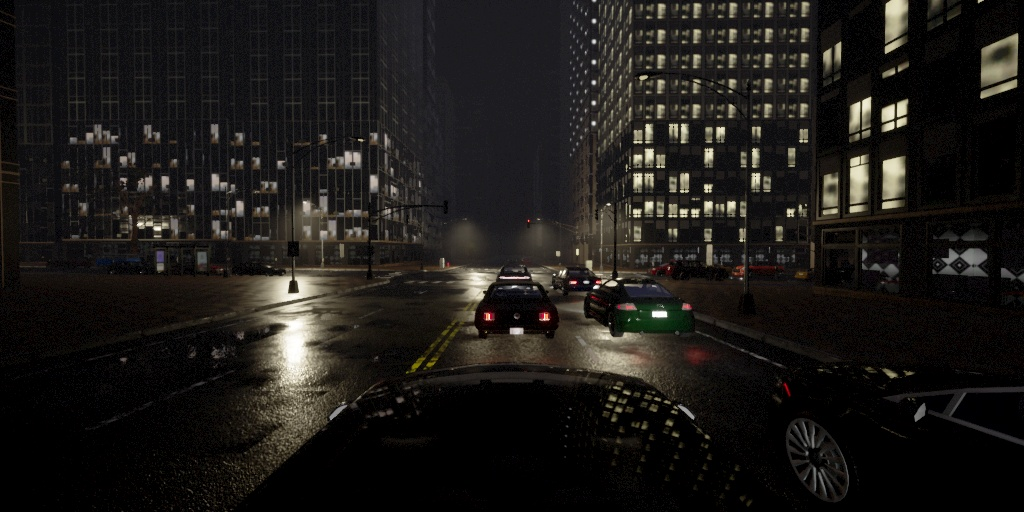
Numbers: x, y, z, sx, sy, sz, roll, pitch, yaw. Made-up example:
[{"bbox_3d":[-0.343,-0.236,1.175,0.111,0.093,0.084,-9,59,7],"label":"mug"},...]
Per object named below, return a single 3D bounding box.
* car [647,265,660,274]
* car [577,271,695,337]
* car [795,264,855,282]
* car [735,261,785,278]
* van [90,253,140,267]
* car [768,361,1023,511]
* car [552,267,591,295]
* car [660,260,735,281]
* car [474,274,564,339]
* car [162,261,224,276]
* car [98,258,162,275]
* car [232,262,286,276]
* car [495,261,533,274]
[{"bbox_3d":[16.315,1.425,37.401,4.181,1.385,1.994,1,1,1],"label":"car"},{"bbox_3d":[3.366,1.310,10.258,1.994,1.385,4.181,0,0,-1],"label":"car"},{"bbox_3d":[27.671,1.578,31.416,4.829,1.417,1.751,0,0,1],"label":"car"},{"bbox_3d":[25.512,1.293,37.230,4.553,1.767,2.097,0,1,1],"label":"car"},{"bbox_3d":[-45.247,0.605,41.187,3.998,1.789,1.690,0,0,1],"label":"van"},{"bbox_3d":[3.340,1.242,1.428,2.128,1.511,4.902,0,0,0],"label":"car"},{"bbox_3d":[3.402,1.288,19.487,2.033,1.411,5.357,0,0,-3],"label":"car"},{"bbox_3d":[16.223,1.268,31.625,5.009,1.841,2.192,0,0,1],"label":"car"},{"bbox_3d":[0.108,1.347,10.030,1.895,1.301,4.718,0,0,0],"label":"car"},{"bbox_3d":[-28.385,1.138,32.335,4.207,1.307,1.802,0,0,1],"label":"car"},{"bbox_3d":[-34.065,1.069,32.515,4.313,1.339,1.948,0,0,1],"label":"car"},{"bbox_3d":[-22.701,1.173,32.196,4.313,1.339,1.948,0,0,1],"label":"car"},{"bbox_3d":[0.117,1.232,19.286,2.128,1.511,4.902,0,0,0],"label":"car"}]
